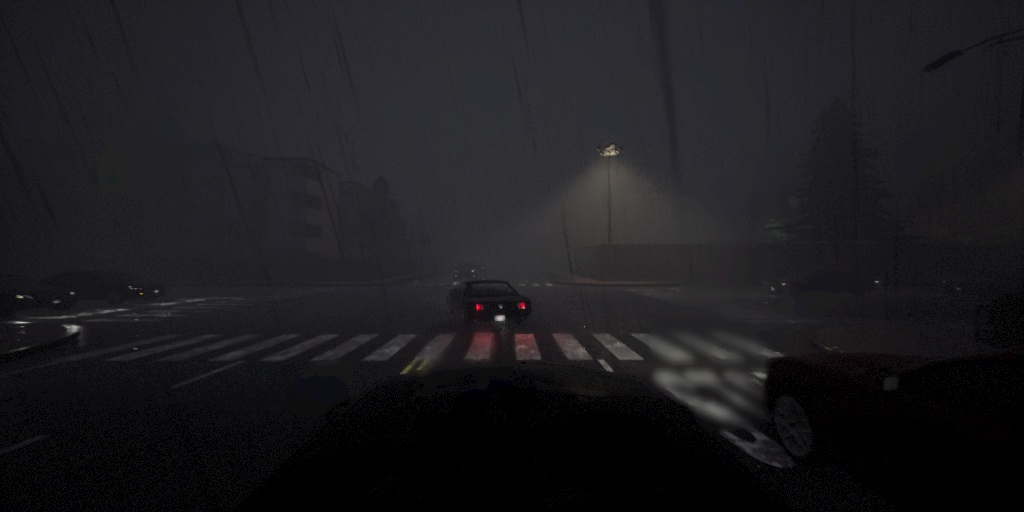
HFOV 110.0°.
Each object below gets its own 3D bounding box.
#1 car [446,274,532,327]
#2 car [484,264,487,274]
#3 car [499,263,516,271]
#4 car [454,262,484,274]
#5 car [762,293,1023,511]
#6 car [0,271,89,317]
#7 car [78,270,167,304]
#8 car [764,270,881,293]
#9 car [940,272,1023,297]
[{"bbox_3d":[-0.999,1.456,12.089,1.895,1.301,4.718,0,-1,-18],"label":"car"},{"bbox_3d":[-4.259,1.523,44.902,2.097,1.767,4.553,0,-1,0],"label":"car"},{"bbox_3d":[-0.809,1.892,62.360,2.033,1.411,5.357,0,0,-14],"label":"car"},{"bbox_3d":[-4.290,1.423,34.991,2.097,1.767,4.553,0,-1,1],"label":"car"},{"bbox_3d":[3.633,1.230,1.901,1.882,1.535,5.008,0,-1,1],"label":"car"},{"bbox_3d":[-18.998,1.392,13.125,4.674,1.442,1.812,0,-1,0],"label":"car"},{"bbox_3d":[-19.033,1.407,16.680,4.892,1.490,1.837,0,-1,-2],"label":"car"},{"bbox_3d":[17.413,1.485,20.224,5.357,1.411,2.033,0,-1,0],"label":"car"},{"bbox_3d":[27.319,1.537,20.145,4.718,1.301,1.895,0,-1,1],"label":"car"}]
